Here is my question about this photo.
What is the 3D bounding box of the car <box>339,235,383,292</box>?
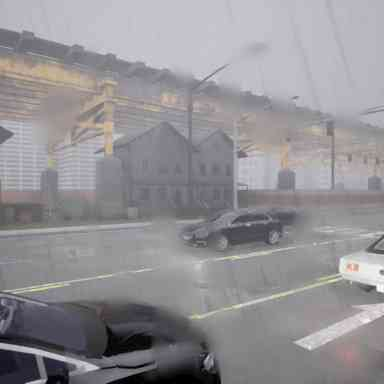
[{"bbox_3d":[5.565,1.601,7.740,4.718,1.301,1.895,0,0,-35],"label":"car"}]

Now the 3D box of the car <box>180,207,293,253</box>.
[{"bbox_3d":[1.770,1.505,13.841,4.892,1.490,1.837,0,0,-35],"label":"car"}]

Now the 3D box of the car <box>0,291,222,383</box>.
[{"bbox_3d":[-1.951,1.492,2.354,4.902,1.511,2.128,0,0,-35],"label":"car"}]

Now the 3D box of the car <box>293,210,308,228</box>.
[{"bbox_3d":[4.945,1.601,20.395,4.718,1.301,1.895,0,0,-35],"label":"car"}]
